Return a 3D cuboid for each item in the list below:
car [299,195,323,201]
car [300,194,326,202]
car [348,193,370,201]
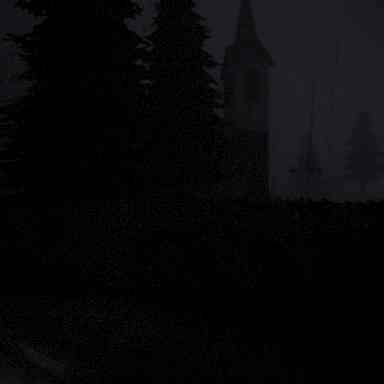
[{"bbox_3d":[25.717,1.380,72.960,4.514,1.523,2.007,0,0,35],"label":"car"},{"bbox_3d":[27.478,1.371,75.556,5.027,1.636,2.152,0,0,35],"label":"car"},{"bbox_3d":[40.568,1.346,80.834,3.633,1.501,1.845,0,0,35],"label":"car"}]
